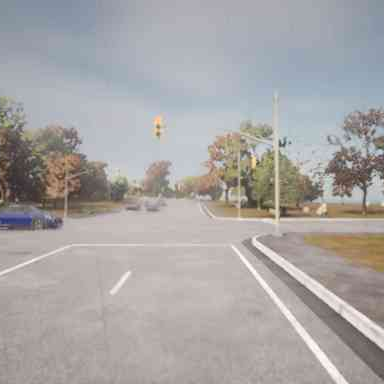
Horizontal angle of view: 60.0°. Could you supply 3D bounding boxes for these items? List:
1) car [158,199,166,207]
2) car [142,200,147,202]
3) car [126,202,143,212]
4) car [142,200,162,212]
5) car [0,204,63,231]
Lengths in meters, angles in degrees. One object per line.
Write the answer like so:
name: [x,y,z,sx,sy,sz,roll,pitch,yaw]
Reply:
car: [-7.036,2.400,75.150,2.097,1.767,4.553,0,1,0]
car: [-10.536,2.569,75.118,1.812,1.442,4.674,0,1,0]
car: [-10.563,2.814,59.601,1.895,1.301,4.718,0,0,1]
car: [-7.063,2.761,59.615,2.033,1.411,5.357,0,0,1]
car: [-11.217,1.653,22.629,4.553,1.767,2.097,0,-2,4]
